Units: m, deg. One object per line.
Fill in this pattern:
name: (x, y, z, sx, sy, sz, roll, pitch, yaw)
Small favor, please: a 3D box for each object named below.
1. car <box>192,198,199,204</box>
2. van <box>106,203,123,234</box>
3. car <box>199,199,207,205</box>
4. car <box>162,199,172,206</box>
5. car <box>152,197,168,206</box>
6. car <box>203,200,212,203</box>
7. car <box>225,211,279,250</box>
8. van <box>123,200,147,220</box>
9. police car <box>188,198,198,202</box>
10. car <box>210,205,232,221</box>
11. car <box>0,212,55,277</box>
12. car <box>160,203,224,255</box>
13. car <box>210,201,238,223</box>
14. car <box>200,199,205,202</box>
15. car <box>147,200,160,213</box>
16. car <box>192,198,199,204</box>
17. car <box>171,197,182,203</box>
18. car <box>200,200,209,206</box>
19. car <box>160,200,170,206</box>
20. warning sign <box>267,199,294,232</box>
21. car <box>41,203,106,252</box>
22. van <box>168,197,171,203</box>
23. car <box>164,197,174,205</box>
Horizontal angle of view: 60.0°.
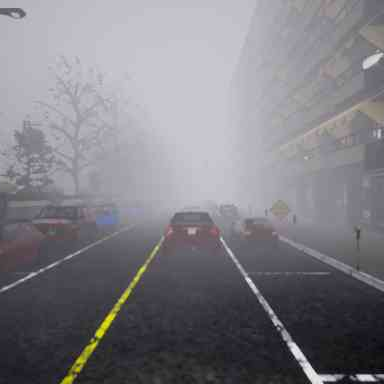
car: (0.923, 2.448, 89.312, 1.801, 1.575, 5.366, 0, -1, 0)
van: (-5.685, 1.555, 20.435, 1.690, 1.788, 3.998, 0, -1, 0)
car: (2.710, 2.475, 82.362, 1.947, 1.339, 4.313, 0, -1, 0)
car: (-5.672, 2.387, 76.732, 1.887, 1.381, 4.507, 0, -1, 0)
car: (-5.677, 1.895, 54.215, 2.192, 1.841, 5.009, 0, -1, 0)
car: (2.700, 2.021, 42.951, 1.947, 1.339, 4.313, 0, -1, 0)
car: (2.694, 1.736, 14.799, 1.802, 1.307, 4.206, 0, -1, 0)
van: (-5.683, 1.675, 31.695, 1.690, 1.788, 3.998, 0, -1, 0)
police car: (0.464, 2.303, 79.422, 1.930, 1.638, 5.238, 0, -1, 12)
car: (2.698, 1.916, 31.691, 1.802, 1.307, 4.206, 0, -1, 0)
car: (-5.687, 1.534, 9.172, 1.967, 1.590, 4.097, 0, -1, 0)
car: (0.004, 1.497, 14.075, 2.097, 1.767, 4.553, 0, -1, 0)
car: (2.697, 1.714, 26.062, 1.967, 1.590, 4.097, 0, -1, 0)
car: (2.703, 2.020, 54.211, 1.967, 1.590, 4.097, 0, -1, 0)
car: (-5.680, 2.021, 42.953, 1.947, 1.339, 4.313, 0, -1, 0)
car: (0.924, 2.541, 95.122, 1.882, 1.535, 5.008, 0, -1, 0)
car: (-2.982, 2.252, 71.064, 1.882, 1.535, 5.008, 0, -1, 0)
car: (2.707, 2.357, 71.100, 1.802, 1.307, 4.206, 0, -1, 0)
car: (-5.673, 2.357, 71.101, 1.802, 1.307, 4.206, 0, -1, 0)
warning sign: (5.073, 1.316, 19.127, 1.300, 1.860, 1.060, 0, -1, 0)
car: (-5.687, 1.469, 14.805, 2.192, 1.841, 5.009, 0, -1, 0)
van: (-5.674, 2.051, 65.474, 1.690, 1.788, 3.998, 0, -1, 0)
car: (-5.670, 2.224, 82.366, 2.192, 1.841, 5.009, 0, -1, 0)
